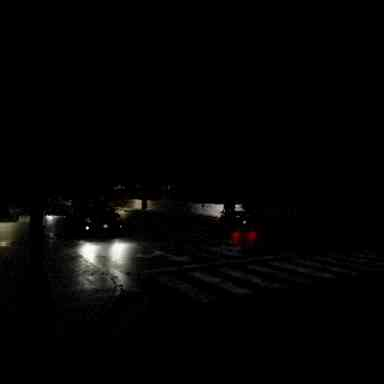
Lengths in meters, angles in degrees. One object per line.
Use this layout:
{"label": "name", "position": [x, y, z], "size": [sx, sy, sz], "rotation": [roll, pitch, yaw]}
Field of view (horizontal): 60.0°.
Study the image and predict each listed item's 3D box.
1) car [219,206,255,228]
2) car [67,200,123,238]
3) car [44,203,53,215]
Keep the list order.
{"label": "car", "position": [3.486, 1.888, 25.894], "size": [2.128, 1.511, 4.902], "rotation": [-4, 1, -5]}
{"label": "car", "position": [-6.013, 1.494, 20.033], "size": [2.150, 2.045, 5.566], "rotation": [1, -1, -31]}
{"label": "car", "position": [-17.813, 1.946, 39.489], "size": [1.812, 1.442, 4.674], "rotation": [1, -1, -31]}
